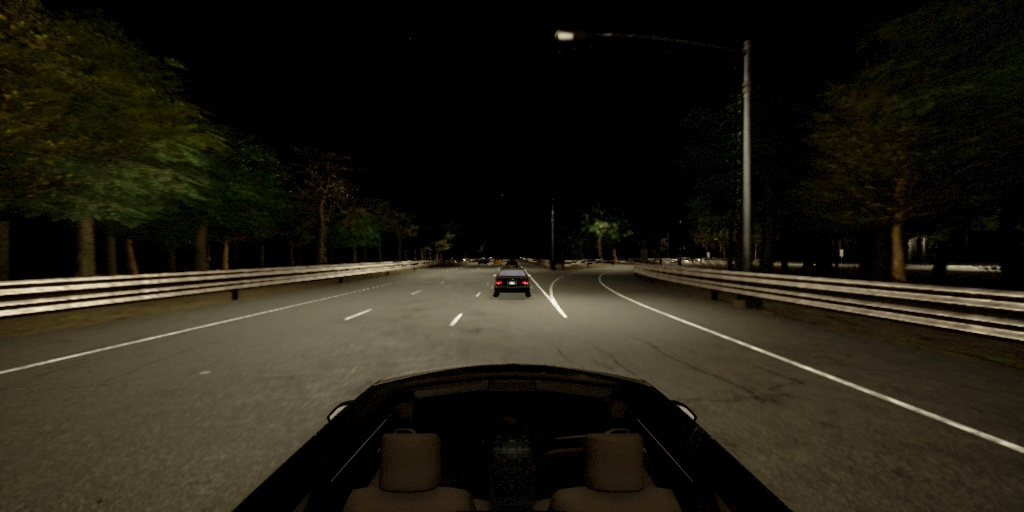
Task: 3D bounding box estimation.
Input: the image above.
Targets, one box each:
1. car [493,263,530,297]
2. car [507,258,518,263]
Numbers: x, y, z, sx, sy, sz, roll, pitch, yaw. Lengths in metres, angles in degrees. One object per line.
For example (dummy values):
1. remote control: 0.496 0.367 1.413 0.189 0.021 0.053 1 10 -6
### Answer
1. car: 0.007 1.297 19.059 2.033 1.411 5.357 0 0 0
2. car: 0.018 1.263 57.439 1.837 1.490 4.892 0 0 0
